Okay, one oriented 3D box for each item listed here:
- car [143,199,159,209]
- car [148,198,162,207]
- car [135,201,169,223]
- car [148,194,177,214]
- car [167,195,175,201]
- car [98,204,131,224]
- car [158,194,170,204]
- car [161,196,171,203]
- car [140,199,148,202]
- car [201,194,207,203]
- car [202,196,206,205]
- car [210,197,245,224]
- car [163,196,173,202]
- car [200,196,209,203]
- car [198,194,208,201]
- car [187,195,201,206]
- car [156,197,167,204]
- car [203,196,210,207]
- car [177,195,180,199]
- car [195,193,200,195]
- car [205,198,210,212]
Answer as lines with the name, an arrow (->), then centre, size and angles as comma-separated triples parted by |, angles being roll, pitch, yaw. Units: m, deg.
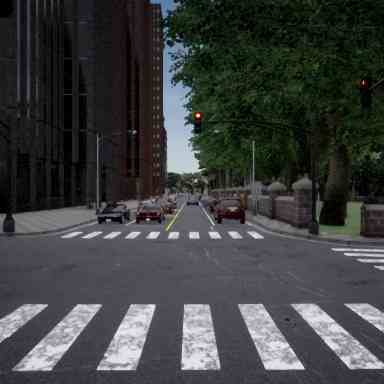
car -> -5.743, 1.616, 46.877 | 1.802, 1.307, 4.206 | 0, 0, 0
car -> -5.741, 1.622, 52.335 | 1.802, 1.307, 4.206 | 0, 0, 0
car -> -3.089, 1.612, 25.495 | 1.895, 1.301, 4.718 | 0, 0, 0
car -> -3.083, 1.374, 35.488 | 2.097, 1.767, 4.553 | 0, 0, 1
car -> -5.725, 1.533, 90.534 | 1.967, 1.590, 4.097 | 0, 0, 0
car -> -5.752, 1.576, 25.050 | 1.947, 1.339, 4.313 | 0, 0, 0
car -> -5.734, 1.374, 68.706 | 2.192, 1.841, 5.009 | 0, 0, 0
car -> -5.732, 1.611, 74.163 | 1.887, 1.381, 4.507 | 0, 0, 0
car -> -5.745, 1.579, 41.420 | 2.008, 1.369, 4.403 | 0, 0, 0
car -> 2.785, 1.481, 52.338 | 1.967, 1.590, 4.097 | 0, 0, 0
car -> 2.782, 1.585, 46.881 | 2.008, 1.369, 4.403 | 0, 0, 0
car -> 2.773, 1.326, 25.056 | 2.192, 1.841, 5.009 | 0, 0, 0
car -> -5.729, 1.620, 79.620 | 1.887, 1.381, 4.507 | 0, 0, 0
car -> 2.794, 1.592, 74.334 | 1.752, 1.417, 4.829 | 0, 0, 0
car -> 2.798, 1.399, 85.077 | 2.192, 1.841, 5.009 | 0, 0, 0
car -> 0.126, 1.610, 57.562 | 1.994, 1.385, 4.181 | 0, 0, 0
car -> -5.736, 1.635, 63.249 | 1.802, 1.307, 4.206 | 0, 0, 0
car -> 2.780, 1.579, 41.424 | 2.008, 1.369, 4.403 | 0, 0, 0
car -> -3.070, 1.538, 45.721 | 1.837, 1.490, 4.892 | 0, 0, 0
car -> 0.124, 1.412, 69.363 | 2.097, 1.767, 4.553 | 0, 0, 0
car -> 2.778, 1.588, 35.968 | 1.947, 1.339, 4.313 | 0, 0, 0
